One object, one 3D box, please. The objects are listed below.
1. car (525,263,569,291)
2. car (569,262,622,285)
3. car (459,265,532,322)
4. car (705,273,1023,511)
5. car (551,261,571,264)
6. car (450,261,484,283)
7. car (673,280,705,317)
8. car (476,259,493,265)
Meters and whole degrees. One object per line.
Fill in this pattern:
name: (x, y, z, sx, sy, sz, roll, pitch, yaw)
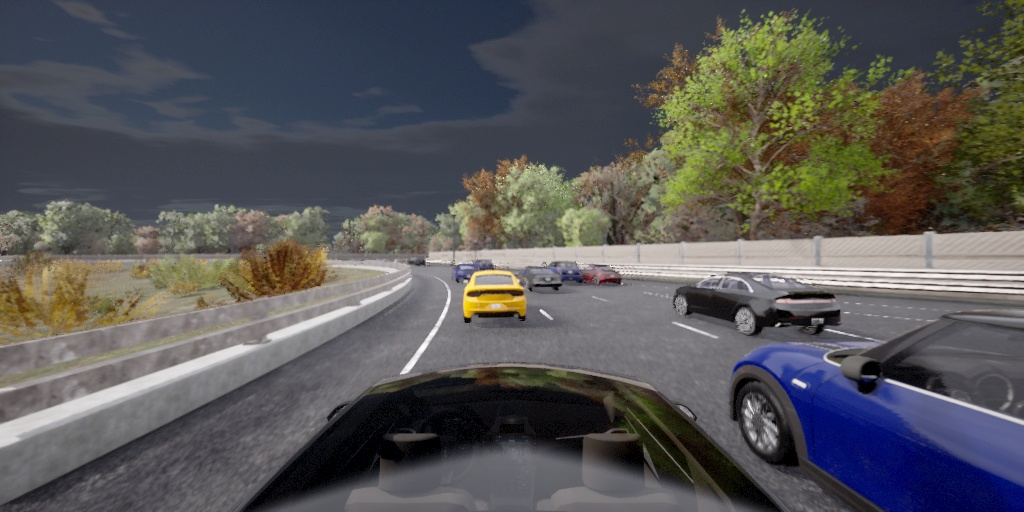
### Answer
car: (1.471, 1.332, 21.996, 2.033, 1.411, 5.357, 0, 0, -11)
car: (6.115, 1.336, 26.238, 1.994, 1.385, 4.181, -1, 0, -22)
car: (-0.672, 1.247, 12.515, 1.882, 1.535, 5.008, -1, 0, -5)
car: (3.409, 1.090, 2.067, 2.097, 1.767, 4.553, 0, 0, 0)
car: (3.638, 1.141, 27.253, 2.097, 1.767, 4.553, 1, 0, -13)
car: (-3.803, 1.345, 29.019, 1.812, 1.442, 4.674, 0, 0, -15)
car: (6.531, 1.232, 10.309, 2.128, 1.511, 4.902, 0, 0, -5)
car: (-4.266, 1.214, 49.958, 2.097, 1.767, 4.553, 0, 0, -26)
